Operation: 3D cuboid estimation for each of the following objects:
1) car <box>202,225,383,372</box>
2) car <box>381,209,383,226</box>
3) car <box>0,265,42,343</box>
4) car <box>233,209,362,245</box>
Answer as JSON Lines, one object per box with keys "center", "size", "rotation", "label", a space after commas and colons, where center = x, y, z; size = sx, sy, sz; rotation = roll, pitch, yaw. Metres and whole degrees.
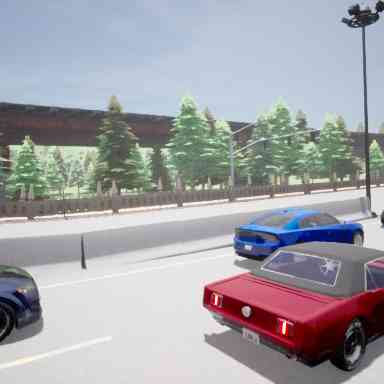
{"center": [2.566, 1.528, 5.602], "size": [4.718, 1.301, 1.895], "rotation": [-2, 1, -36], "label": "car"}
{"center": [10.833, 0.880, 15.870], "size": [4.181, 1.385, 1.994], "rotation": [-4, 2, -36], "label": "car"}
{"center": [-4.496, 1.563, 4.842], "size": [4.181, 1.385, 1.994], "rotation": [0, 0, -36], "label": "car"}
{"center": [3.554, 1.283, 10.625], "size": [5.008, 1.535, 1.882], "rotation": [-3, 2, -36], "label": "car"}
